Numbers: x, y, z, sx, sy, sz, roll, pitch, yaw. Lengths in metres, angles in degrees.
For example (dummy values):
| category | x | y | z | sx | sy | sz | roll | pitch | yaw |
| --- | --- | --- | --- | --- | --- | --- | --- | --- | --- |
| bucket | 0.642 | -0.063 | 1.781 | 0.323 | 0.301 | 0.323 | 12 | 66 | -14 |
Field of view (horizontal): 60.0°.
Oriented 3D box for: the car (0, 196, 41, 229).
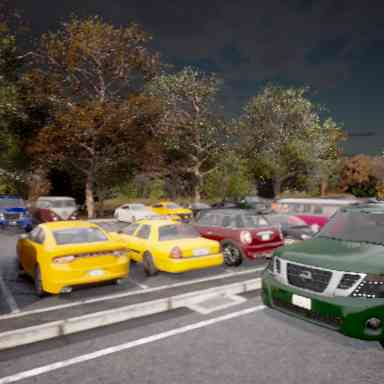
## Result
| category | x | y | z | sx | sy | sz | roll | pitch | yaw |
| --- | --- | --- | --- | --- | --- | --- | --- | --- | --- |
| car | -10.938 | 1.274 | 19.593 | 2.435 | 2.045 | 5.566 | 0 | 0 | -35 |

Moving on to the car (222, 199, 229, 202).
| category | x | y | z | sx | sy | sz | roll | pitch | yaw |
| --- | --- | --- | --- | --- | --- | --- | --- | --- | --- |
| car | 0.432 | 1.555 | 27.631 | 2.231 | 1.521 | 4.892 | 0 | 0 | -35 |

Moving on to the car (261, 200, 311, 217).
| category | x | y | z | sx | sy | sz | roll | pitch | yaw |
| --- | --- | --- | --- | --- | --- | --- | --- | --- | --- |
| car | 9.547 | 1.611 | 34.036 | 2.002 | 1.452 | 4.674 | 0 | 0 | -35 |

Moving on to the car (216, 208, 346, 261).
| category | x | y | z | sx | sy | sz | roll | pitch | yaw |
| --- | --- | --- | --- | --- | --- | --- | --- | --- | --- |
| car | 3.427 | 1.547 | 13.746 | 2.231 | 1.521 | 4.892 | 0 | 0 | -35 |

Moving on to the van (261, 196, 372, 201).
| category | x | y | z | sx | sy | sz | roll | pitch | yaw |
| --- | --- | --- | --- | --- | --- | --- | --- | --- | --- |
| van | 5.641 | 1.326 | 15.438 | 1.878 | 1.987 | 4.442 | 0 | 0 | -35 |

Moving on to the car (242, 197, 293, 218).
| category | x | y | z | sx | sy | sz | roll | pitch | yaw |
| --- | --- | --- | --- | --- | --- | --- | --- | --- | --- |
| car | 7.288 | 1.442 | 32.406 | 2.185 | 1.767 | 4.553 | 0 | 0 | -35 |

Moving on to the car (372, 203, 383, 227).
| category | x | y | z | sx | sy | sz | roll | pitch | yaw |
| --- | --- | --- | --- | --- | --- | --- | --- | --- | --- |
| car | 14.921 | 1.567 | 21.595 | 1.946 | 1.575 | 5.366 | 0 | 0 | -35 |

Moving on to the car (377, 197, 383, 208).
| category | x | y | z | sx | sy | sz | roll | pitch | yaw |
| --- | --- | --- | --- | --- | --- | --- | --- | --- | --- |
| car | 30.049 | 1.582 | 48.456 | 2.097 | 1.535 | 5.008 | 0 | 0 | -35 |

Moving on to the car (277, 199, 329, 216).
| category | x | y | z | sx | sy | sz | roll | pitch | yaw |
| --- | --- | --- | --- | --- | --- | --- | --- | --- | --- |
| car | 11.829 | 1.574 | 35.631 | 2.097 | 1.535 | 5.008 | 0 | 0 | -35 |

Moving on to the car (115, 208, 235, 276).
| category | x | y | z | sx | sy | sz | roll | pitch | yaw |
| --- | --- | --- | --- | --- | --- | --- | --- | --- | --- |
| car | -1.229 | 1.531 | 10.691 | 1.946 | 1.575 | 5.366 | 0 | 0 | -35 |

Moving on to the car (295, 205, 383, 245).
| category | x | y | z | sx | sy | sz | roll | pitch | yaw |
| --- | --- | --- | --- | --- | --- | --- | --- | --- | --- |
| car | 7.981 | 1.556 | 16.948 | 2.097 | 1.535 | 5.008 | 0 | 0 | -35 |

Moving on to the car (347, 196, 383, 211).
| category | x | y | z | sx | sy | sz | roll | pitch | yaw |
| --- | --- | --- | --- | --- | --- | --- | --- | --- | --- |
| car | 23.199 | 1.456 | 43.671 | 2.185 | 1.767 | 4.553 | 0 | 0 | -35 |

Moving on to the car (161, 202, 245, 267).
| category | x | y | z | sx | sy | sz | roll | pitch | yaw |
| --- | --- | --- | --- | --- | --- | --- | --- | --- | --- |
| car | 1.070 | 1.414 | 12.043 | 2.185 | 1.767 | 4.553 | 0 | 0 | -35 |

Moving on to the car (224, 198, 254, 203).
| category | x | y | z | sx | sy | sz | roll | pitch | yaw |
| --- | --- | --- | --- | --- | --- | --- | --- | --- | --- |
| car | 2.696 | 1.589 | 29.249 | 2.163 | 1.488 | 4.792 | 0 | 0 | -35 |

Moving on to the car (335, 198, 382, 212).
| category | x | y | z | sx | sy | sz | roll | pitch | yaw |
| --- | --- | --- | --- | --- | --- | --- | --- | --- | --- |
| car | 20.935 | 1.583 | 42.048 | 2.231 | 1.521 | 4.892 | 0 | 0 | -35 |

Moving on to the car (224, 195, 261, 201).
| category | x | y | z | sx | sy | sz | roll | pitch | yaw |
| --- | --- | --- | --- | --- | --- | --- | --- | --- | --- |
| car | 5.009 | 1.313 | 30.807 | 2.435 | 2.045 | 5.566 | 0 | 0 | -35 |

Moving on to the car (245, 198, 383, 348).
| category | x | y | z | sx | sy | sz | roll | pitch | yaw |
| --- | --- | --- | --- | --- | --- | --- | --- | --- | --- |
| car | 3.833 | 1.238 | 6.417 | 5.566 | 2.045 | 2.150 | 0 | 0 | -35 |

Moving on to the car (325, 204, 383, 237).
| category | x | y | z | sx | sy | sz | roll | pitch | yaw |
| --- | --- | --- | --- | --- | --- | --- | --- | --- | --- |
| car | 10.264 | 1.562 | 18.540 | 2.097 | 1.535 | 5.008 | 0 | 0 | -35 |

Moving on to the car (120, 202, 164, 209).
| category | x | y | z | sx | sy | sz | roll | pitch | yaw |
| --- | --- | --- | --- | --- | --- | --- | --- | --- | --- |
| car | -4.122 | 1.584 | 24.423 | 2.002 | 1.452 | 4.674 | 0 | 0 | -35 |

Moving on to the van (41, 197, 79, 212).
| category | x | y | z | sx | sy | sz | roll | pitch | yaw |
| --- | --- | --- | --- | --- | --- | --- | --- | --- | --- |
| van | -8.609 | 1.305 | 21.123 | 1.878 | 1.987 | 4.442 | 0 | 0 | -35 |

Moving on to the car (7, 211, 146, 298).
| category | x | y | z | sx | sy | sz | roll | pitch | yaw |
| --- | --- | --- | --- | --- | --- | --- | --- | --- | --- |
| car | -3.396 | 1.528 | 8.934 | 2.097 | 1.535 | 5.008 | 0 | 0 | -35 |

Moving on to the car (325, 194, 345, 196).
| category | x | y | z | sx | sy | sz | roll | pitch | yaw |
| --- | --- | --- | --- | --- | --- | --- | --- | --- | --- |
| car | 14.122 | 1.451 | 37.211 | 2.185 | 1.767 | 4.553 | 0 | 0 | -35 |

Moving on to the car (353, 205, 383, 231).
| category | x | y | z | sx | sy | sz | roll | pitch | yaw |
| --- | --- | --- | --- | --- | --- | --- | --- | --- | --- |
| car | 12.537 | 1.607 | 20.148 | 2.002 | 1.452 | 4.674 | 0 | 0 | -35 |
